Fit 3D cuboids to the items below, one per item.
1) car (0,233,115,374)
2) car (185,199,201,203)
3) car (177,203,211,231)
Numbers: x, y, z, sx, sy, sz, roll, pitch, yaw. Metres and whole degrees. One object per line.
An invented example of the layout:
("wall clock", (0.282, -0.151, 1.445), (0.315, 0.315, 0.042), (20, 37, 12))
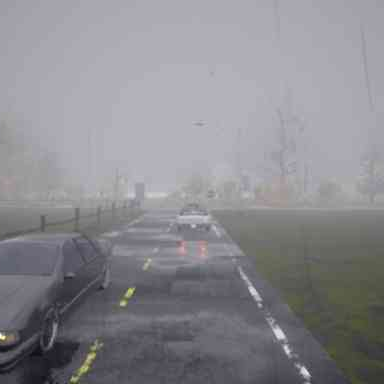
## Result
("car", (-2.852, 1.531, 6.242), (2.033, 1.411, 5.357), (0, 0, 0))
("car", (0.099, 1.416, 30.471), (1.837, 1.490, 4.892), (0, 0, 0))
("car", (0.095, 1.543, 19.964), (1.895, 1.301, 4.718), (0, 0, 0))
